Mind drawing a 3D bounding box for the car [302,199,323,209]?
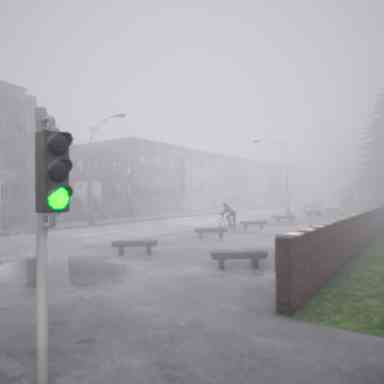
[{"bbox_3d":[17.602,1.707,48.380,1.812,1.442,4.674,-1,-1,35],"label":"car"}]

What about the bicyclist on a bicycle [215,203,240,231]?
[{"bbox_3d":[2.047,1.466,19.374,1.656,1.620,0.582,-1,-1,35],"label":"bicyclist on a bicycle"}]
